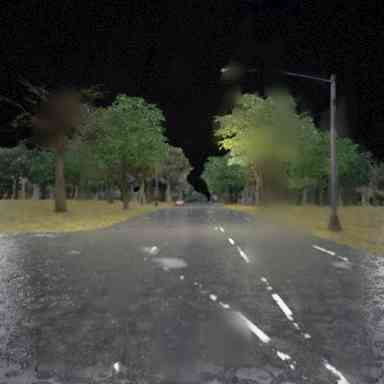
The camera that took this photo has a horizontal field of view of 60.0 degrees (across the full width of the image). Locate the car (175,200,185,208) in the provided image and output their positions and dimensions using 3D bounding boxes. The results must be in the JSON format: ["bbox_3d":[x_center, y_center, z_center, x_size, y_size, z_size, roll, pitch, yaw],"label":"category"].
[{"bbox_3d":[-2.545,2.571,71.755,1.882,1.535,5.008,0,-1,5],"label":"car"}]
